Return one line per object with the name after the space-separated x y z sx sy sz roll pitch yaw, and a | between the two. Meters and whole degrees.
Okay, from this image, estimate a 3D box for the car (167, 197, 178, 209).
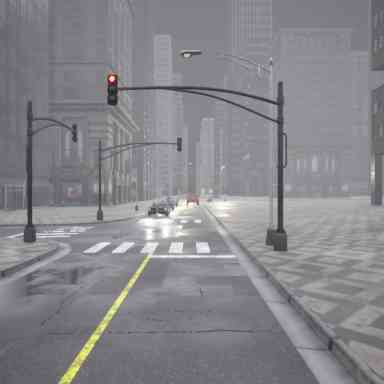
-3.084 1.603 41.281 1.895 1.301 4.718 0 0 0 | car

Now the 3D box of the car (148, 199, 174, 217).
-3.087 1.601 31.937 1.895 1.301 4.718 0 0 0 | car

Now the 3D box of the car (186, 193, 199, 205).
0.126 1.234 59.011 2.150 2.045 5.566 0 0 0 | car
